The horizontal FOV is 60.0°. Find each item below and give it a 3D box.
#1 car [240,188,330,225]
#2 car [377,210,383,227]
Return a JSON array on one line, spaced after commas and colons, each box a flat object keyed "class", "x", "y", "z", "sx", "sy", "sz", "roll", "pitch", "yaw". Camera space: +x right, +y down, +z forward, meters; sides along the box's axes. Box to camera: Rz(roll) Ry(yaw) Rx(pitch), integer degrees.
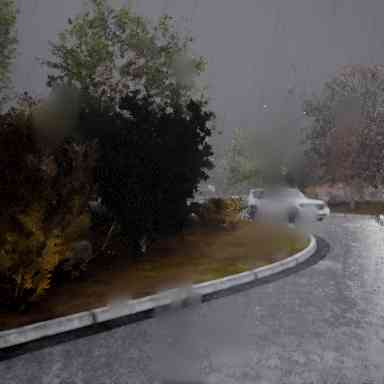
[{"class": "car", "x": 5.682, "y": 0.783, "z": 20.587, "sx": 2.150, "sy": 2.045, "sz": 5.566, "roll": -1, "pitch": 0, "yaw": -30}, {"class": "car", "x": 10.696, "y": 1.115, "z": 15.823, "sx": 1.994, "sy": 1.385, "sz": 4.181, "roll": 0, "pitch": 1, "yaw": 1}]
